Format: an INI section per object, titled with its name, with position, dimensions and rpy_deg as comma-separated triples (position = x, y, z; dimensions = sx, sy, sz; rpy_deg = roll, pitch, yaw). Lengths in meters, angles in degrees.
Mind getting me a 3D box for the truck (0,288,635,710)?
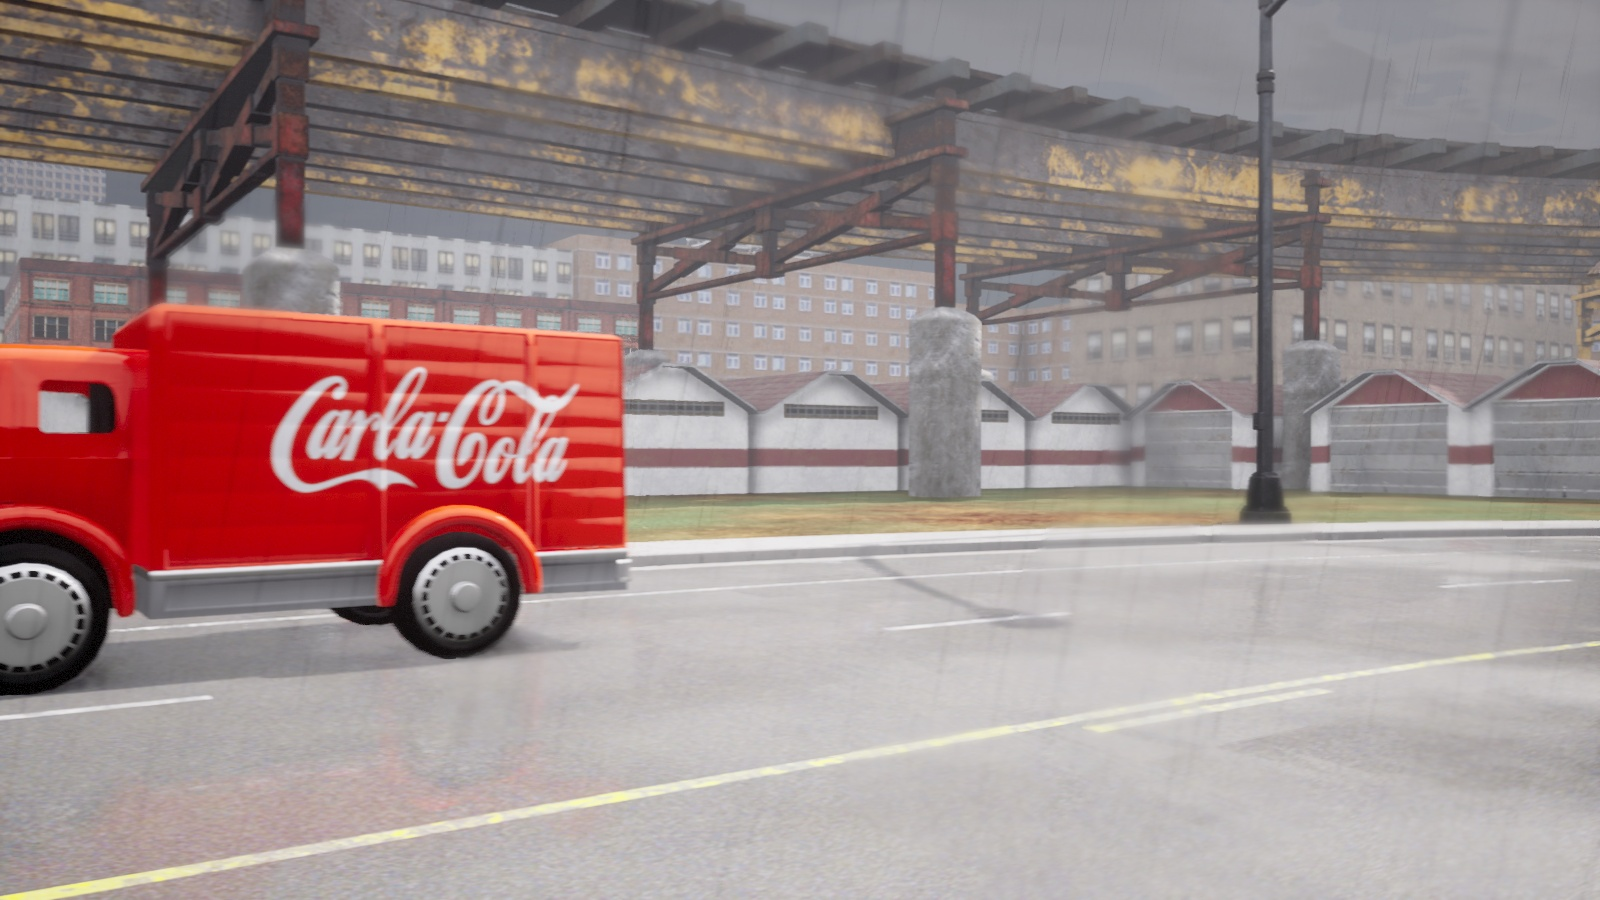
[truck]
position = -4.164, 0.289, 9.287
dimensions = 5.204, 2.467, 2.627
rpy_deg = 0, 0, -34
